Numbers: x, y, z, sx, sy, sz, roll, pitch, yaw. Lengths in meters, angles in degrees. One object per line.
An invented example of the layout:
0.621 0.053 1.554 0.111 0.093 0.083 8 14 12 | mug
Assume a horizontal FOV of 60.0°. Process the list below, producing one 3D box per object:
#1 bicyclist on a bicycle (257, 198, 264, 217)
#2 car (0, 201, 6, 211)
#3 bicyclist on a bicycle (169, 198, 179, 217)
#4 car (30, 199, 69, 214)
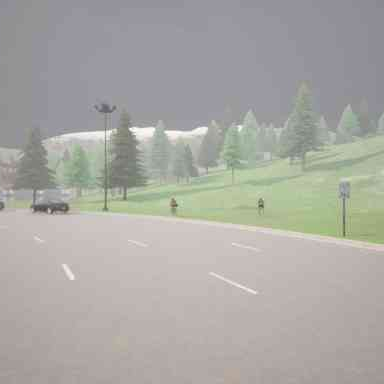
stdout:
5.869 1.307 28.324 0.582 1.620 1.656 0 -2 -1 | bicyclist on a bicycle
-24.335 1.526 39.651 4.674 1.442 1.812 0 0 23 | car
-1.535 1.304 27.996 0.582 1.620 1.656 0 -2 -31 | bicyclist on a bicycle
-15.011 1.478 34.955 5.008 1.535 1.882 0 0 34 | car
